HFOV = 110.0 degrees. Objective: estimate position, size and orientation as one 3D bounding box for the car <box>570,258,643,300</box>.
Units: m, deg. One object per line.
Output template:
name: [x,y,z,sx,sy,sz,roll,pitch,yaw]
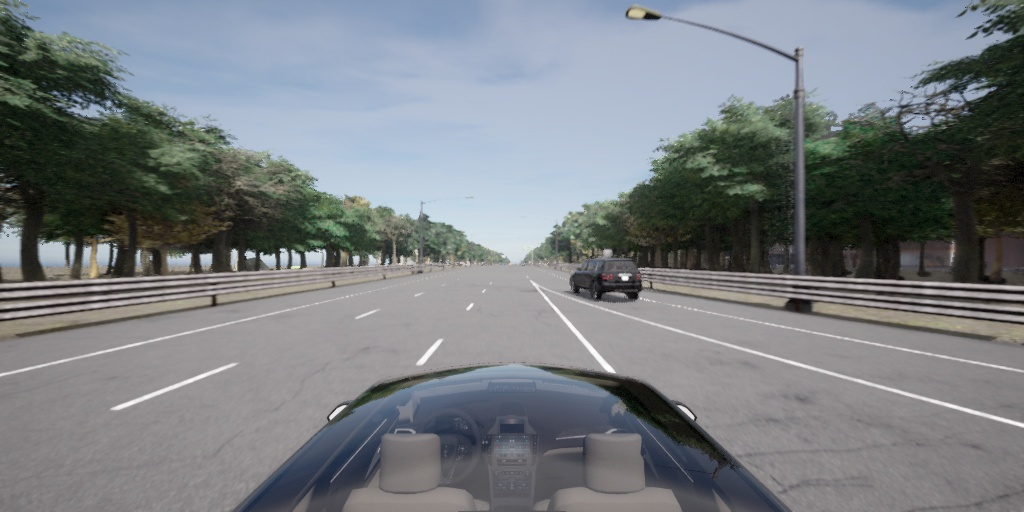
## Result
car: [4.842,1.144,19.142,2.150,2.045,5.566,0,0,-8]
